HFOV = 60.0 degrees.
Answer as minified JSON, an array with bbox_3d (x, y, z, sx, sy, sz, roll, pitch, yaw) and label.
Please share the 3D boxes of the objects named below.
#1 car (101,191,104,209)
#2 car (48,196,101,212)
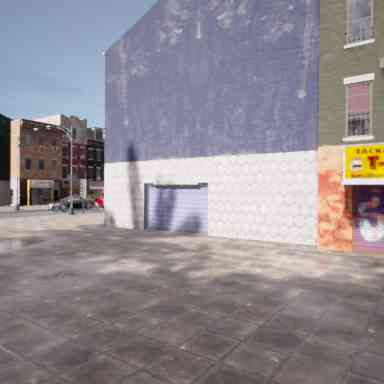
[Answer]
[{"bbox_3d":[-7.528,0.886,36.139,2.150,2.045,5.566,1,1,35],"label":"car"},{"bbox_3d":[-12.369,1.182,34.426,2.128,1.511,4.902,1,1,36],"label":"car"}]
